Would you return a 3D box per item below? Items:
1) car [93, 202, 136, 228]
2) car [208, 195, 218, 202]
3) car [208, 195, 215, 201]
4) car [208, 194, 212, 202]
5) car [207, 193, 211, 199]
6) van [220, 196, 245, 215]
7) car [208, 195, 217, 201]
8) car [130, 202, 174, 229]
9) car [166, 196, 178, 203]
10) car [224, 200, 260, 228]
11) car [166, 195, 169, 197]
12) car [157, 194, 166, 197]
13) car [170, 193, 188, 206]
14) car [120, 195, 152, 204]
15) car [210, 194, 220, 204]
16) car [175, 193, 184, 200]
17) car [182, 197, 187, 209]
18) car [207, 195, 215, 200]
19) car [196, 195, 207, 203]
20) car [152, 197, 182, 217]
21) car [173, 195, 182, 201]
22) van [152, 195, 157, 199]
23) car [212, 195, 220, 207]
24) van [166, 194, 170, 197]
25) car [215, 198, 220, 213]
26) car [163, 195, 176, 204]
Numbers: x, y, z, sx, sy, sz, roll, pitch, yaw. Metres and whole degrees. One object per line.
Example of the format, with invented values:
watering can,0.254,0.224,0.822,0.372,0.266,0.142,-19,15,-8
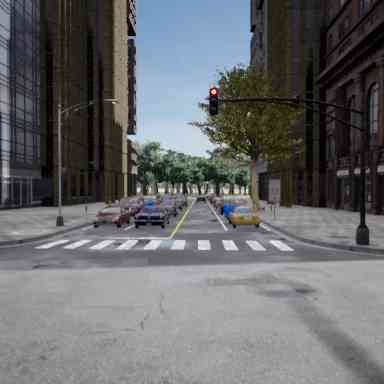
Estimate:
car,-5.170,1.570,21.942,1.802,1.307,4.206,-1,0,1
car,4.653,1.432,72.830,2.008,1.369,4.403,-1,0,1
car,4.946,1.376,84.355,1.752,1.417,4.829,0,0,1
car,4.219,1.475,55.799,2.008,1.369,4.403,-1,0,1
car,4.362,1.226,61.476,2.192,1.841,5.009,-1,0,1
van,3.494,1.322,27.412,1.690,1.788,3.998,-1,0,1
car,4.798,1.448,78.508,1.802,1.307,4.206,0,0,1
car,-2.497,1.589,21.871,1.895,1.301,4.718,0,0,2
car,-4.014,1.441,67.365,1.887,1.381,4.507,0,0,1
car,3.356,1.513,21.903,1.752,1.417,4.829,-1,0,1
car,-4.592,1.502,44.655,2.008,1.369,4.403,-1,0,1
car,-4.739,1.278,38.976,2.192,1.841,5.009,-1,0,1
car,-1.721,1.290,50.618,2.097,1.767,4.553,0,0,2
car,-5.029,1.297,27.620,2.192,1.841,5.009,-1,0,1
car,4.075,1.483,50.122,1.887,1.381,4.507,-1,0,1
car,-3.438,1.150,90.076,2.192,1.841,5.009,0,0,1
car,-2.014,1.561,40.514,1.895,1.301,4.718,0,0,2
car,5.087,1.401,89.863,1.947,1.339,4.313,0,0,1
car,1.820,1.405,65.877,1.837,1.490,4.892,0,0,1
car,-2.255,1.481,31.207,1.837,1.490,4.892,0,0,2
car,-3.580,1.396,84.398,1.887,1.381,4.507,0,0,1
van,-4.884,1.315,33.299,1.690,1.788,3.998,-1,0,1
car,3.935,1.476,44.614,1.752,1.417,4.829,-1,0,1
van,-4.305,1.266,56.010,1.690,1.788,3.998,-1,0,1
car,3.641,1.539,33.089,1.947,1.339,4.313,-1,0,1
car,-4.159,1.351,61.688,1.967,1.590,4.097,0,0,1
